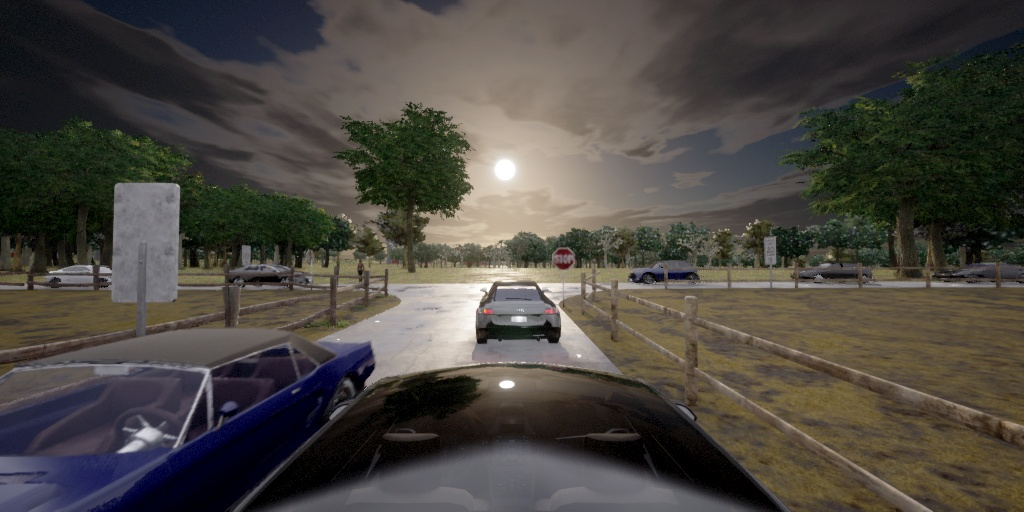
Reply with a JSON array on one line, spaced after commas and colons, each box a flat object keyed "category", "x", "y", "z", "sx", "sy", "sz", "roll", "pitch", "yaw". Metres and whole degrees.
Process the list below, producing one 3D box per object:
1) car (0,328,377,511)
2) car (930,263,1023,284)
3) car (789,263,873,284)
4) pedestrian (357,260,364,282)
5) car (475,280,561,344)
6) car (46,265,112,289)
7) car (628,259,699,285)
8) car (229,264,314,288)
[{"category": "car", "x": -2.792, "y": 1.351, "z": 2.635, "sx": 1.895, "sy": 1.301, "sz": 4.718, "roll": 0, "pitch": 0, "yaw": 1}, {"category": "car", "x": 32.733, "y": 1.191, "z": 24.807, "sx": 5.357, "sy": 1.411, "sz": 2.033, "roll": 0, "pitch": -2, "yaw": 7}, {"category": "car", "x": 22.592, "y": 1.215, "z": 25.525, "sx": 4.892, "sy": 1.490, "sz": 1.837, "roll": 0, "pitch": -2, "yaw": 2}, {"category": "pedestrian", "x": -12.135, "y": 1.185, "z": 28.741, "sx": 0.375, "sy": 1.860, "sz": 0.375, "roll": 0, "pitch": -1, "yaw": 0}, {"category": "car", "x": 0.081, "y": 1.325, "z": 9.675, "sx": 1.994, "sy": 1.385, "sz": 4.181, "roll": 0, "pitch": 0, "yaw": -2}, {"category": "car", "x": -26.514, "y": 1.290, "z": 22.748, "sx": 4.674, "sy": 1.442, "sz": 1.812, "roll": 0, "pitch": -1, "yaw": 0}, {"category": "car", "x": 10.682, "y": 1.117, "z": 25.532, "sx": 4.553, "sy": 1.767, "sz": 2.097, "roll": 0, "pitch": -1, "yaw": -2}, {"category": "car", "x": -15.250, "y": 1.260, "z": 22.759, "sx": 4.902, "sy": 1.511, "sz": 2.128, "roll": 0, "pitch": -1, "yaw": 0}]
